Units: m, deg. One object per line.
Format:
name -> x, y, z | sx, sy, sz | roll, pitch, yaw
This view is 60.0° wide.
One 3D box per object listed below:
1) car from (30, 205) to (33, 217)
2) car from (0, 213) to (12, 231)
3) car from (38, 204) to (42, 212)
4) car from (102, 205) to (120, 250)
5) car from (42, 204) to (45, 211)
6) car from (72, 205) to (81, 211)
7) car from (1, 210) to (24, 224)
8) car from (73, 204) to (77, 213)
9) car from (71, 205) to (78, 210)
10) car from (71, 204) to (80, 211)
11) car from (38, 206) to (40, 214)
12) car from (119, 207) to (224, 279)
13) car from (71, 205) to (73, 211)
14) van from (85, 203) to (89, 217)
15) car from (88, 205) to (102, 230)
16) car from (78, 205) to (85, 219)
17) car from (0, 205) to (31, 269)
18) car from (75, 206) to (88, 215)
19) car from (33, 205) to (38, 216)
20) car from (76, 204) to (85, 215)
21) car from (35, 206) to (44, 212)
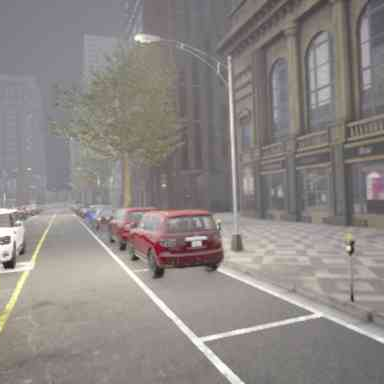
car -> -23.105, 2.835, 44.496 | 2.192, 1.841, 5.009 | -2, -1, -21
car -> -16.911, 2.627, 28.755 | 1.802, 1.307, 4.206 | -2, -1, -21
car -> -31.349, 3.494, 65.480 | 2.192, 1.841, 5.009 | -2, -1, -21
car -> -2.803, 1.648, 16.129 | 2.192, 1.841, 5.009 | -2, -1, -21
car -> -37.522, 4.249, 81.215 | 1.947, 1.339, 4.313 | -2, -1, -21
car -> -27.530, 3.843, 79.086 | 1.802, 1.307, 4.206 | -2, -1, -21
car -> -20.974, 2.877, 39.089 | 1.752, 1.417, 4.829 | -2, -1, -21
car -> -17.234, 2.747, 52.857 | 2.192, 1.841, 5.009 | -2, -1, -21
car -> -31.652, 4.184, 89.579 | 1.802, 1.307, 4.206 | -2, -1, -21
car -> -29.597, 3.871, 84.336 | 1.967, 1.590, 4.097 | -2, -1, -21
car -> -29.278, 3.580, 60.231 | 1.947, 1.339, 4.313 | -2, -1, -21
car -> -0.742, 1.495, 10.882 | 2.192, 1.841, 5.009 | -2, -1, -21
car -> -23.408, 3.493, 68.593 | 1.947, 1.339, 4.313 | -2, -1, -21
van -> -8.987, 2.134, 31.870 | 1.690, 1.788, 3.998 | -2, -1, -21
car -> -6.921, 2.080, 26.621 | 1.967, 1.590, 4.097 | -2, -1, -21
car -> -13.102, 2.686, 42.360 | 1.802, 1.307, 4.206 | -2, -1, -21
car -> -7.763, 1.691, 12.745 | 2.150, 2.045, 5.566 | -2, -1, -21
car -> -19.286, 3.142, 58.100 | 1.887, 1.381, 4.507 | -2, -1, -21
car -> -27.227, 3.164, 54.989 | 2.192, 1.841, 5.009 | -2, -1, -21
car -> -15.163, 2.833, 47.605 | 1.947, 1.339, 4.313 | -2, -1, -21
car -> -39.582, 4.420, 86.460 | 1.947, 1.339, 4.313 | -2, -1, -21
